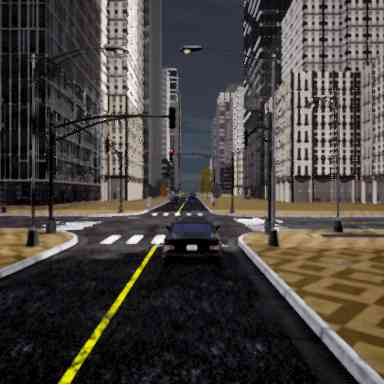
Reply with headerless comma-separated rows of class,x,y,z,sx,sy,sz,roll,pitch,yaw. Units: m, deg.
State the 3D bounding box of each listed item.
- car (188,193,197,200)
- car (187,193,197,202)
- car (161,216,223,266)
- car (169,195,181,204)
car,0.022,1.062,81.012,2.097,1.767,4.553,0,0,0
car,0.020,1.408,71.038,1.812,1.442,4.674,0,0,0
car,0.023,1.532,11.404,2.033,1.411,5.357,0,0,1
car,-3.026,1.413,60.386,1.837,1.490,4.892,0,0,1
